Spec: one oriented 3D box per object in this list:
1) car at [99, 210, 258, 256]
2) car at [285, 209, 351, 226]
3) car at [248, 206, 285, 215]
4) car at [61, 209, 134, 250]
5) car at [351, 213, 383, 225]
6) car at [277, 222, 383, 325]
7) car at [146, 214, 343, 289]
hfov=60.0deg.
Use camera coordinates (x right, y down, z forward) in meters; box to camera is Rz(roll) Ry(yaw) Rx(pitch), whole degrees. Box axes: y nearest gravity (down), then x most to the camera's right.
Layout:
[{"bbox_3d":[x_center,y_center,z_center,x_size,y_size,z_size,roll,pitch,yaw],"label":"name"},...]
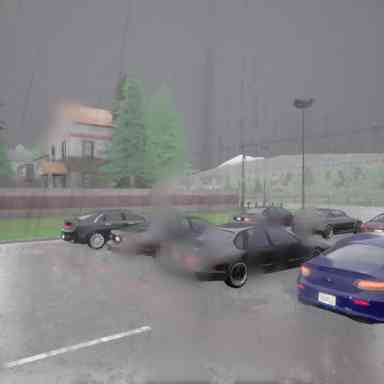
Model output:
[{"bbox_3d":[-0.337,1.547,12.103,5.357,1.411,2.033,0,0,-36],"label":"car"},{"bbox_3d":[7.161,1.564,17.455,4.181,1.385,1.994,0,0,-35],"label":"car"},{"bbox_3d":[4.654,1.547,19.961,5.357,1.411,2.033,0,0,-35],"label":"car"},{"bbox_3d":[-3.069,1.505,14.461,4.892,1.490,1.837,0,0,-35],"label":"car"},{"bbox_3d":[9.188,1.564,14.596,4.181,1.385,1.994,0,0,-35],"label":"car"},{"bbox_3d":[4.012,1.526,6.600,4.674,1.442,1.812,0,0,-35],"label":"car"},{"bbox_3d":[1.665,1.547,9.230,5.357,1.411,2.033,0,0,-35],"label":"car"}]
